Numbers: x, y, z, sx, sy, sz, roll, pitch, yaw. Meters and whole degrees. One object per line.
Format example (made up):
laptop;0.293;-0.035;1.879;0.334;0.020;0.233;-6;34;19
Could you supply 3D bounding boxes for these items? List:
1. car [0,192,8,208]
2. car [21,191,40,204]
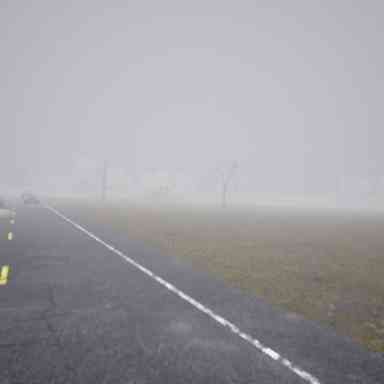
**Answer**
car;-20.572;0.956;34.797;1.895;1.301;4.718;2;0;-27
car;-21.485;0.942;44.485;1.895;1.301;4.718;2;0;-28
